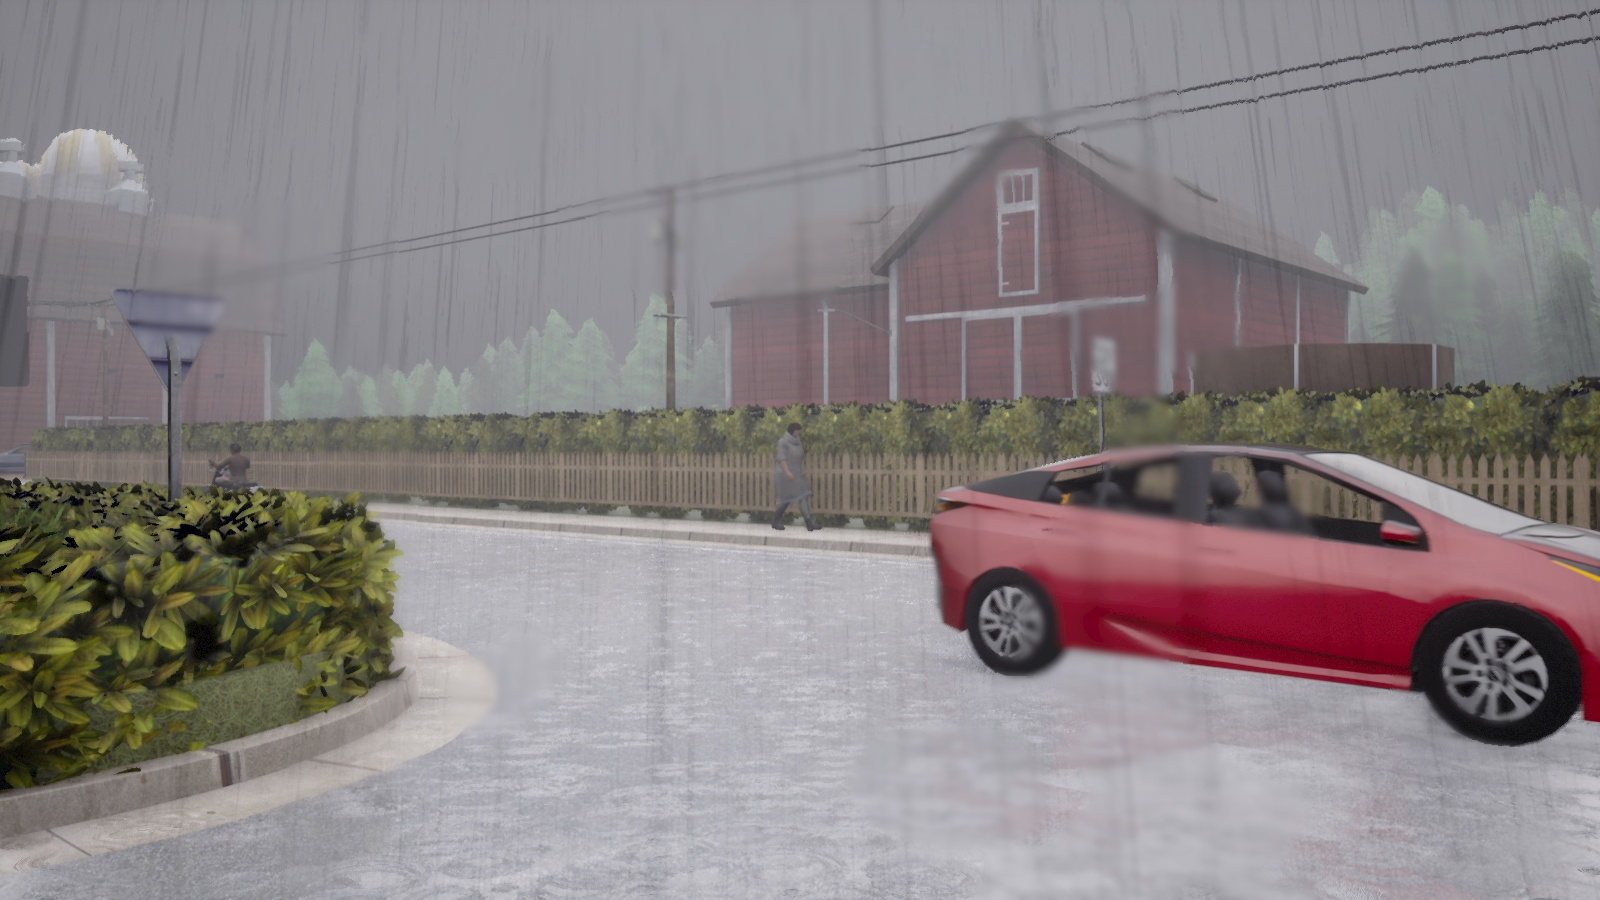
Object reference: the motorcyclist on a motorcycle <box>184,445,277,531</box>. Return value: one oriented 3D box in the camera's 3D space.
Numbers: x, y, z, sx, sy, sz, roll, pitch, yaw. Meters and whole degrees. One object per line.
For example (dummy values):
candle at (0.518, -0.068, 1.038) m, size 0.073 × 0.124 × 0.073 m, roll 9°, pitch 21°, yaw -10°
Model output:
motorcyclist on a motorcycle at (-11.376, 0.728, 25.038) m, size 2.350 × 1.649 × 0.766 m, roll 0°, pitch 0°, yaw 41°

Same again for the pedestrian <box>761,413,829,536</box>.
pedestrian at (-0.080, 0.387, 20.447) m, size 0.873 × 1.952 × 0.659 m, roll 0°, pitch 0°, yaw 42°

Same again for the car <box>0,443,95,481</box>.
car at (-34.685, 0.532, 56.373) m, size 5.027 × 1.651 × 2.152 m, roll 0°, pitch 0°, yaw -22°

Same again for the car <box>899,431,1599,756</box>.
car at (3.042, 0.673, 7.830) m, size 4.514 × 1.525 × 2.007 m, roll 0°, pitch 0°, yaw 41°
